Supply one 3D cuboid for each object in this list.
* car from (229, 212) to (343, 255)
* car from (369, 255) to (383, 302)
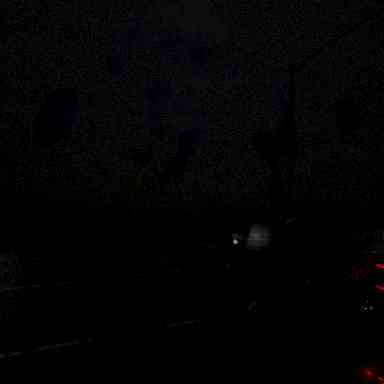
[{"bbox_3d":[3.833,1.600,13.409,4.902,1.511,2.128,0,0,-25],"label":"car"},{"bbox_3d":[5.675,1.562,6.536,4.892,1.490,1.837,1,0,-25],"label":"car"}]
